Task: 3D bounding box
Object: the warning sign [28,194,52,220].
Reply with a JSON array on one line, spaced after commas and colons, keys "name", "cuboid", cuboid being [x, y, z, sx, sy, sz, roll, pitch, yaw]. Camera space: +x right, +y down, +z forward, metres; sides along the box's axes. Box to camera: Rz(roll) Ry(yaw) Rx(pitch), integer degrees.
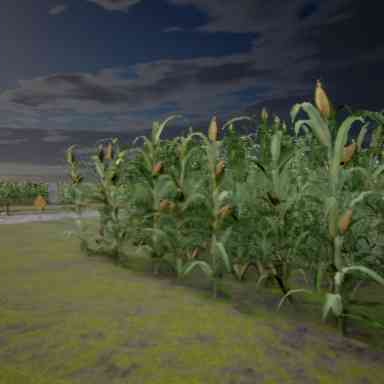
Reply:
[{"name": "warning sign", "cuboid": [-11.431, 1.107, 25.001, 1.300, 1.860, 1.060, 1, 0, 29]}]
